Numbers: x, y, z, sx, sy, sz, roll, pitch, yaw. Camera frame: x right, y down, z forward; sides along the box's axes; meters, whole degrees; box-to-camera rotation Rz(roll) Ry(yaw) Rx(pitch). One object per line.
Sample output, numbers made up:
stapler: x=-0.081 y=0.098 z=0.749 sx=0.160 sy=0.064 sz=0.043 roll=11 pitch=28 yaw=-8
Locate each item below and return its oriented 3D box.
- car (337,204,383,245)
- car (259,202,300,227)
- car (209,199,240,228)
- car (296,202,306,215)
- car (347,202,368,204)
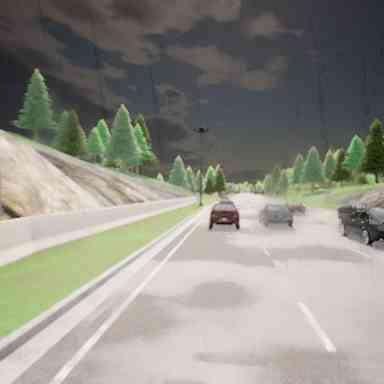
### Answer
car: x=8.542 y=1.564 z=15.685 sx=1.837 sy=1.490 sz=4.892 roll=0 pitch=0 yaw=6
car: x=5.783 y=1.578 z=23.255 sx=2.033 sy=1.411 sz=5.357 roll=0 pitch=0 yaw=6
car: x=2.179 y=1.479 z=22.363 sx=1.882 sy=1.535 sz=5.008 roll=0 pitch=0 yaw=6
car: x=10.511 y=1.662 z=34.923 sx=1.895 sy=1.301 sz=4.718 roll=0 pitch=0 yaw=6
car: x=13.177 y=1.581 z=26.667 sx=2.128 sy=1.511 sz=4.902 roll=0 pitch=0 yaw=6
